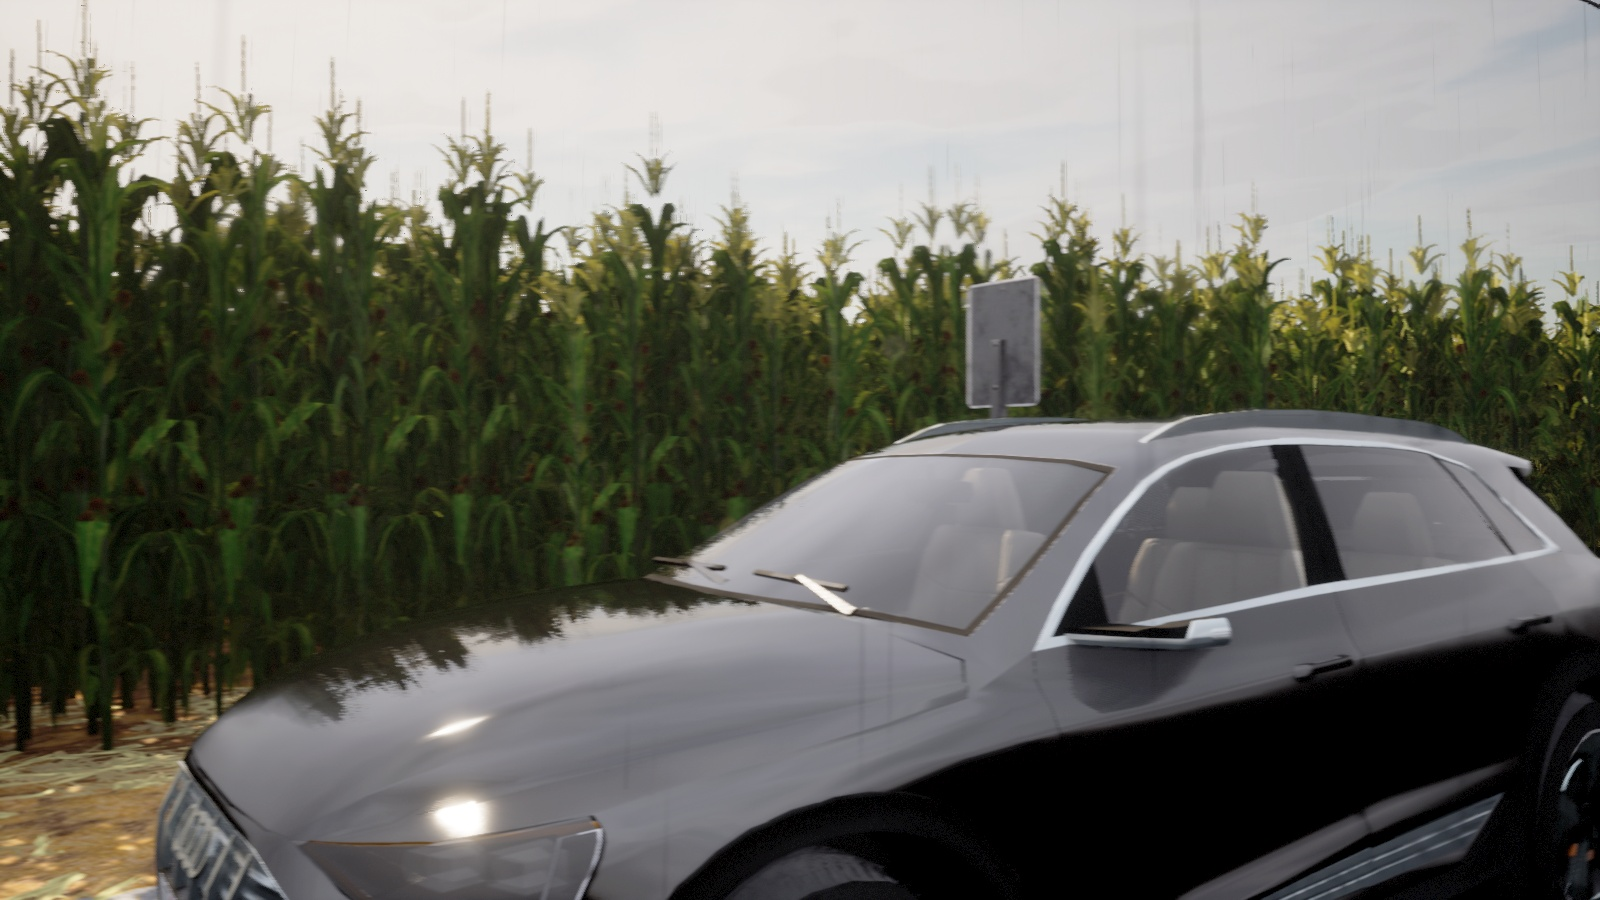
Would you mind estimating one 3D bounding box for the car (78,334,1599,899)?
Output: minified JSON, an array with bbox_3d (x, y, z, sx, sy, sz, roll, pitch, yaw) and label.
[{"bbox_3d":[0.713,0.683,3.790,4.856,1.649,2.033,0,0,-35],"label":"car"}]
